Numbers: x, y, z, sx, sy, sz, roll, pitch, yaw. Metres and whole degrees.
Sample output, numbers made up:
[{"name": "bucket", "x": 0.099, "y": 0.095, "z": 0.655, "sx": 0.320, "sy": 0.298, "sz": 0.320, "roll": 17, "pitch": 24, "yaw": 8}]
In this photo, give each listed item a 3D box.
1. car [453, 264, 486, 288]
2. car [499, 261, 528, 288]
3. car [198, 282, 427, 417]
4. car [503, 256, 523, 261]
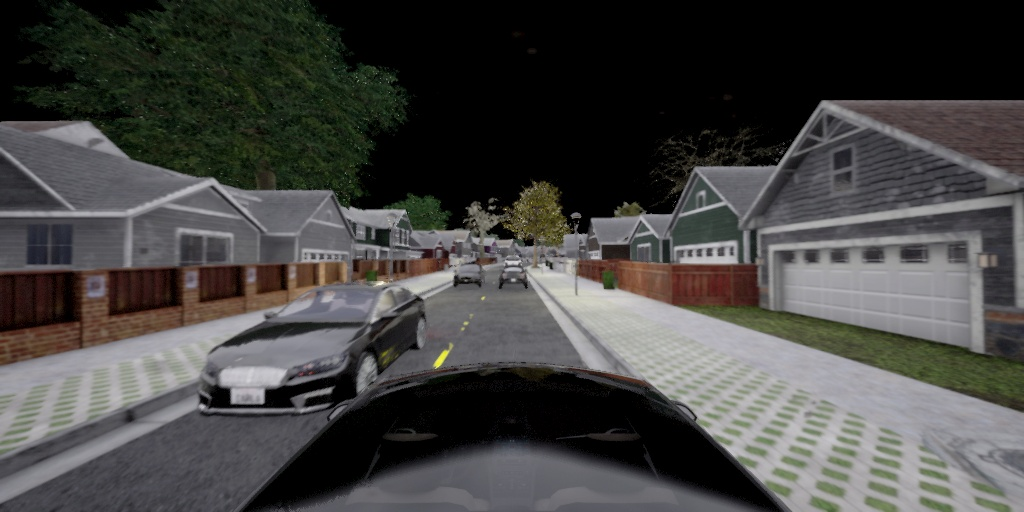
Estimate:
[{"name": "car", "x": -2.812, "y": 1.282, "z": 24.435, "sx": 1.837, "sy": 1.490, "sz": 4.892, "roll": 0, "pitch": -1, "yaw": 0}, {"name": "car", "x": 0.089, "y": 1.300, "z": 24.069, "sx": 1.812, "sy": 1.442, "sz": 4.674, "roll": 0, "pitch": 0, "yaw": 0}, {"name": "car", "x": -2.837, "y": 1.247, "z": 6.305, "sx": 2.128, "sy": 1.511, "sz": 4.902, "roll": 0, "pitch": 0, "yaw": 0}, {"name": "car", "x": 0.122, "y": 1.021, "z": 44.425, "sx": 2.150, "sy": 2.045, "sz": 5.566, "roll": 0, "pitch": 0, "yaw": 0}]
